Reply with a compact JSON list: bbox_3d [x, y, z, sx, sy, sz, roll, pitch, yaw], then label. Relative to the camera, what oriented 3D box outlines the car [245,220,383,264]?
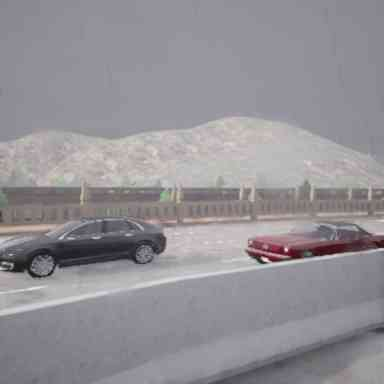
[{"bbox_3d":[3.986,1.591,10.400,4.718,1.301,1.895,0,0,-29],"label":"car"}]

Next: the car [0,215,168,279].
[{"bbox_3d":[-3.113,1.501,10.132,4.892,1.490,1.837,0,0,-33],"label":"car"}]
